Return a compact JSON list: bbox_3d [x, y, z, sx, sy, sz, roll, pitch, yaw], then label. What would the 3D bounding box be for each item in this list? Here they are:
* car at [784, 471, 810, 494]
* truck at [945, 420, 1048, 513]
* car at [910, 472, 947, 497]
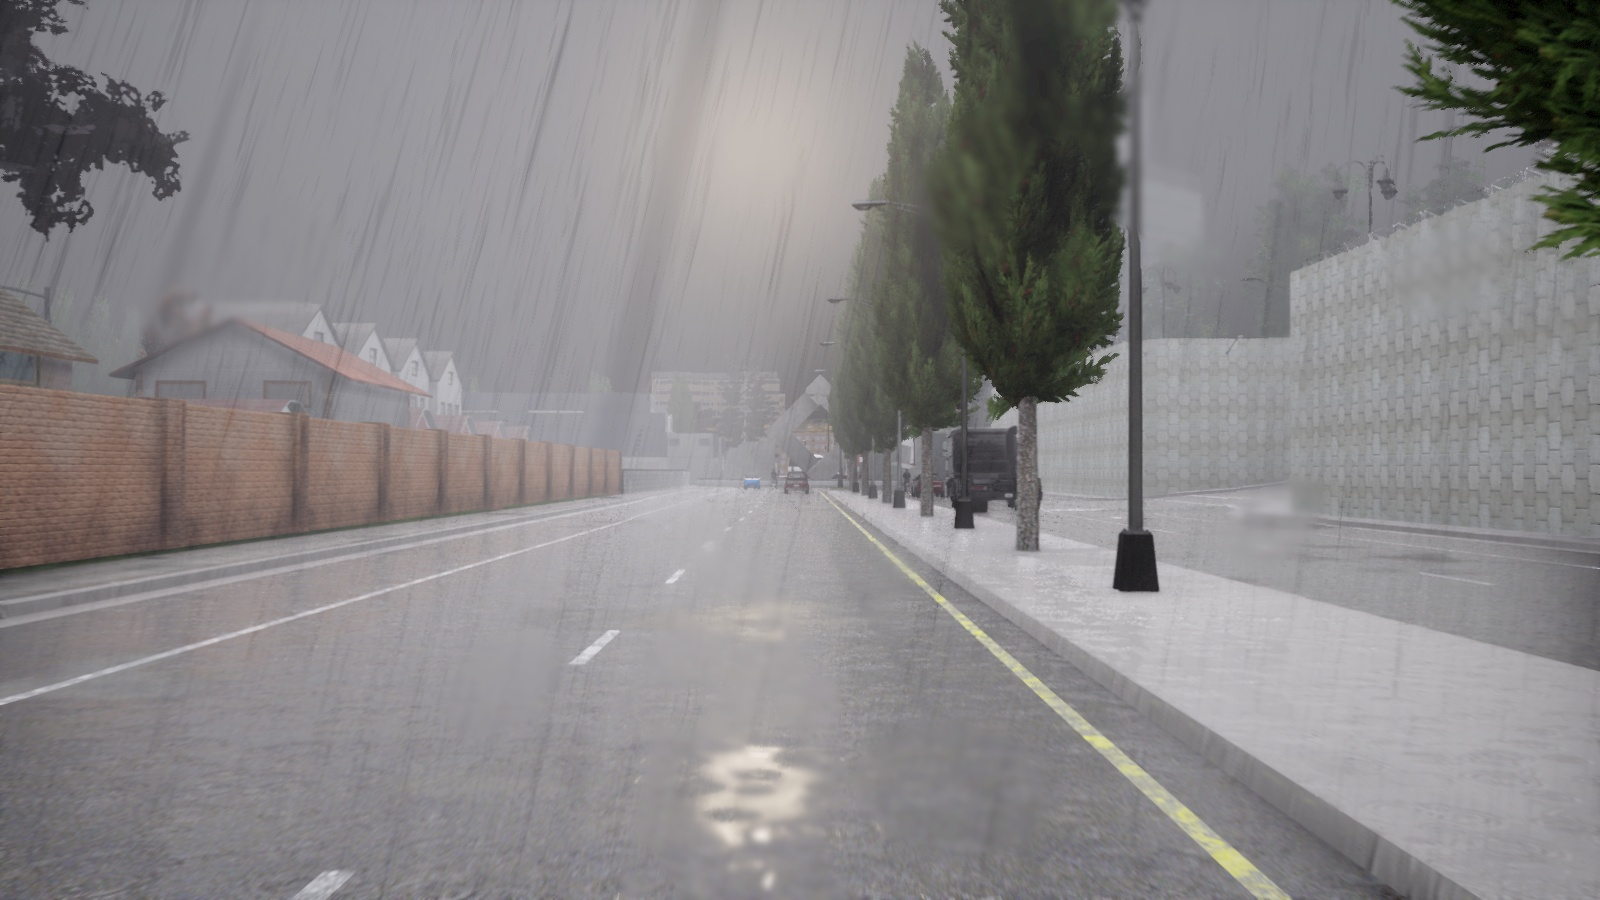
[{"bbox_3d":[-0.210,2.244,86.621,1.789,1.549,3.705,0,-1,0],"label":"car"},{"bbox_3d":[7.868,0.648,51.432,2.891,3.462,7.936,-1,0,0],"label":"truck"},{"bbox_3d":[7.814,2.084,76.864,1.816,1.474,4.193,0,-1,0],"label":"car"}]
